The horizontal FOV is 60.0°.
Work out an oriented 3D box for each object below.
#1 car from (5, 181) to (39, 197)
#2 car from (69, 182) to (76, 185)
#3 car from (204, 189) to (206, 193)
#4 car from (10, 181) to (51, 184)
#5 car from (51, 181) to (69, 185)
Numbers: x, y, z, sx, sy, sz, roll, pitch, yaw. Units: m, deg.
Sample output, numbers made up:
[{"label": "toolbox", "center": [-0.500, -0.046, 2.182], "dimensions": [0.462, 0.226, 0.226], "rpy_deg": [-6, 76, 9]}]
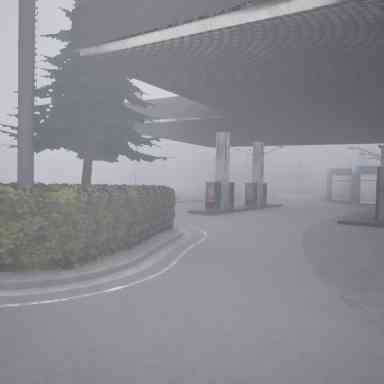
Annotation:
[{"label": "car", "center": [-21.784, -0.469, 42.450], "dimensions": [4.605, 1.855, 1.932], "rpy_deg": [2, 2, 35]}, {"label": "car", "center": [-25.457, -1.284, 68.090], "dimensions": [4.605, 1.855, 1.932], "rpy_deg": [2, 2, 35]}, {"label": "car", "center": [4.868, -0.306, 65.621], "dimensions": [5.027, 1.636, 2.152], "rpy_deg": [2, 2, 35]}, {"label": "car", "center": [-17.252, -0.182, 35.232], "dimensions": [3.866, 1.878, 1.905], "rpy_deg": [2, 2, 35]}, {"label": "car", "center": [-26.795, -1.260, 65.478], "dimensions": [3.866, 1.878, 1.905], "rpy_deg": [2, 2, 35]}]
